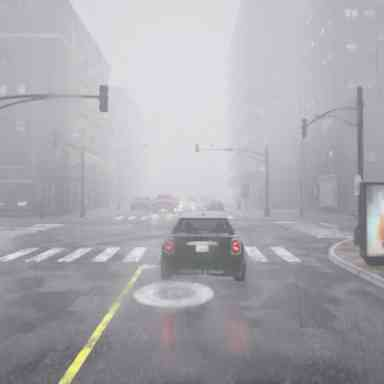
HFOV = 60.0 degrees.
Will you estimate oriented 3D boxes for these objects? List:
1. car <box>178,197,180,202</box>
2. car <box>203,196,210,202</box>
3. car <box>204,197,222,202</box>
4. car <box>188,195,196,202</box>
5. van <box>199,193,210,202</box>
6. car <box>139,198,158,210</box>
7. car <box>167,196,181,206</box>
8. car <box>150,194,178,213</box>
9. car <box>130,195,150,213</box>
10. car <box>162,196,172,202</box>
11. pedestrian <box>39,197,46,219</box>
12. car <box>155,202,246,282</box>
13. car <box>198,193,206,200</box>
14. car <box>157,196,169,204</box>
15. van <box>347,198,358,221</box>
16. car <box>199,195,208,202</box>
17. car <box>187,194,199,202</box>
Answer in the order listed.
[{"bbox_3d":[-3.068,1.344,47.136,2.097,1.767,4.553,0,0,0],"label":"car"},{"bbox_3d":[2.702,1.574,43.446,1.802,1.307,4.206,1,0,0],"label":"car"},{"bbox_3d":[2.701,1.559,37.875,1.947,1.339,4.313,1,0,0],"label":"car"},{"bbox_3d":[0.001,1.489,77.052,1.837,1.490,4.892,0,0,0],"label":"car"},{"bbox_3d":[2.705,1.331,65.731,1.690,1.788,3.998,1,0,0],"label":"van"},{"bbox_3d":[-5.678,1.537,43.486,1.887,1.381,4.507,1,0,0],"label":"car"},{"bbox_3d":[-2.999,1.483,57.206,2.128,1.511,4.902,0,0,0],"label":"car"},{"bbox_3d":[-3.120,1.215,37.566,2.150,2.045,5.566,0,0,0],"label":"car"},{"bbox_3d":[-5.675,1.308,37.915,2.192,1.841,5.009,1,0,0],"label":"car"},{"bbox_3d":[-5.678,1.555,76.912,1.947,1.339,4.313,1,0,0],"label":"car"},{"bbox_3d":[-12.528,1.328,27.840,0.375,1.860,0.375,0,0,0],"label":"pedestrian"},{"bbox_3d":[0.375,1.350,9.924,2.097,1.767,4.553,0,0,3],"label":"car"},{"bbox_3d":[2.706,1.304,93.586,2.192,1.841,5.009,1,0,0],"label":"car"},{"bbox_3d":[-5.678,1.556,65.771,1.947,1.339,4.313,1,0,0],"label":"car"},{"bbox_3d":[13.764,1.278,24.695,3.998,1.788,1.690,0,0,0],"label":"van"},{"bbox_3d":[2.703,1.534,76.872,1.887,1.381,4.507,1,0,0],"label":"car"},{"bbox_3d":[0.001,1.468,66.980,1.882,1.535,5.008,0,0,0],"label":"car"}]
